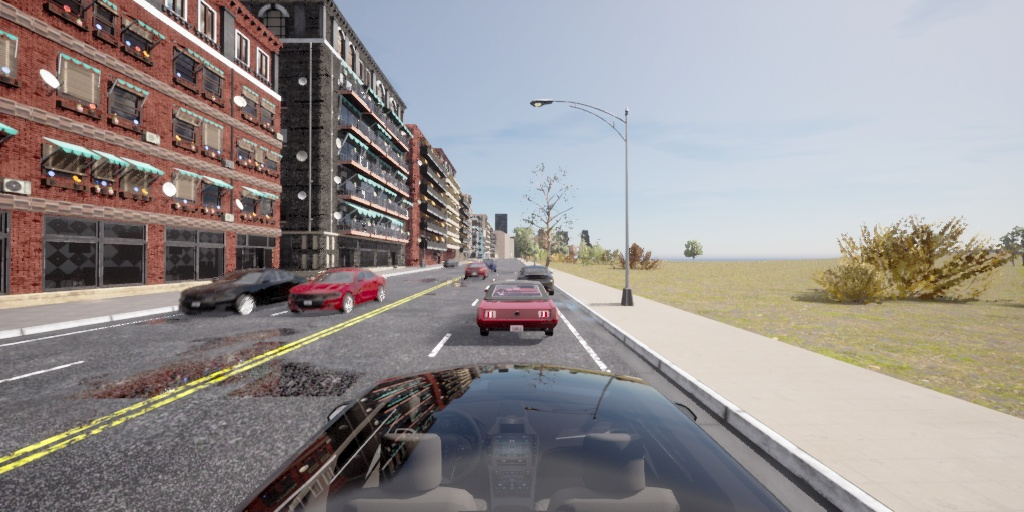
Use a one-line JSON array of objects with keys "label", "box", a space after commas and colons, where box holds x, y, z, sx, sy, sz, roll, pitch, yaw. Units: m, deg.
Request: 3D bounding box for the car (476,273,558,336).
[{"label": "car", "box": [0.128, 1.352, 10.336, 1.895, 1.301, 4.718, 0, 0, 0]}]

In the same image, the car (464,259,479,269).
[{"label": "car", "box": [-6.396, 1.228, 57.088, 1.882, 1.535, 5.008, 0, 0, 0]}]

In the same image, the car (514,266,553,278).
[{"label": "car", "box": [1.198, 1.257, 19.537, 1.837, 1.490, 4.892, 0, 0, 0]}]

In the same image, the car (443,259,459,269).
[{"label": "car", "box": [-9.648, 1.228, 56.685, 1.882, 1.535, 5.008, 0, 0, 0]}]

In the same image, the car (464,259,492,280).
[{"label": "car", "box": [-3.050, 1.278, 31.479, 1.812, 1.442, 4.674, 0, 0, 0]}]

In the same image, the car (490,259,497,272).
[{"label": "car", "box": [-2.980, 1.103, 45.739, 2.097, 1.767, 4.553, 0, 0, -1]}]

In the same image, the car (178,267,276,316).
[{"label": "car", "box": [-9.810, 1.229, 13.623, 1.882, 1.535, 5.008, 0, 0, 0]}]

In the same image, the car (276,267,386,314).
[{"label": "car", "box": [-6.559, 1.229, 14.015, 1.882, 1.535, 5.008, 0, 0, 0]}]
